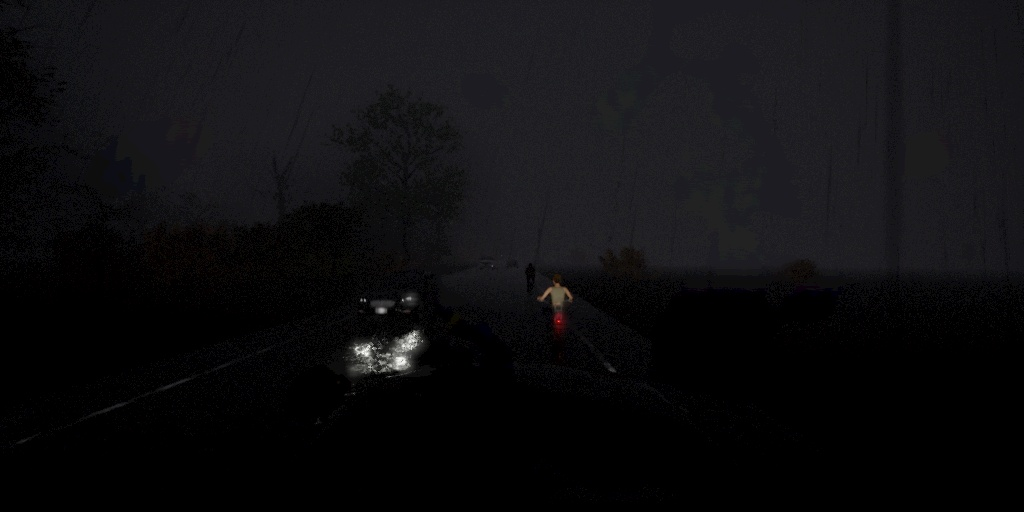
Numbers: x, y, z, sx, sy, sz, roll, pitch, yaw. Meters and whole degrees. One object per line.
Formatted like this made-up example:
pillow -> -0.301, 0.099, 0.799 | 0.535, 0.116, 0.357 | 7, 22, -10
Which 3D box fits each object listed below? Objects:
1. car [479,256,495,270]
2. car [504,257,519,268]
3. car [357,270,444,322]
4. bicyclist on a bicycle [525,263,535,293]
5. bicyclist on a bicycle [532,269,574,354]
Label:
car -> -3.590, 0.958, 52.394 | 2.150, 2.045, 5.566 | 0, 0, 0
car -> 0.100, 1.238, 59.484 | 1.837, 1.490, 4.892 | 0, 1, 0
car -> -3.600, 1.243, 12.327 | 2.128, 1.511, 4.902 | 0, 0, 0
bicyclist on a bicycle -> 0.962, 1.204, 18.658 | 0.582, 1.620, 1.656 | 0, 0, 0
bicyclist on a bicycle -> 0.966, 1.188, 7.806 | 0.866, 1.612, 1.509 | 0, 0, 0
